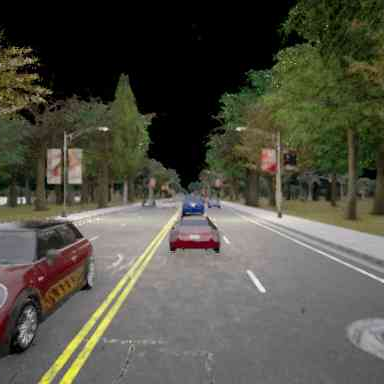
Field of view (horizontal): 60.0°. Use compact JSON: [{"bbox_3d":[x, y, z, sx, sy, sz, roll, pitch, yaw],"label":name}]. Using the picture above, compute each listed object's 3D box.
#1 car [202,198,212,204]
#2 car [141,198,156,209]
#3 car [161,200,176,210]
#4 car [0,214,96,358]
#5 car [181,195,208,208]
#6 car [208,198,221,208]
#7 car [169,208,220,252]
[{"bbox_3d":[3.261,1.952,73.172,1.994,1.385,4.181,0,0,0],"label":"car"},{"bbox_3d":[-6.546,1.727,50.661,2.128,1.511,4.902,0,0,0],"label":"car"},{"bbox_3d":[-3.304,1.816,47.578,1.895,1.301,4.718,0,0,0],"label":"car"},{"bbox_3d":[-3.347,1.369,6.109,2.097,1.767,4.553,0,0,0],"label":"car"},{"bbox_3d":[0.113,1.350,32.796,2.150,2.045,5.566,0,0,0],"label":"car"},{"bbox_3d":[3.373,1.788,51.535,2.033,1.411,5.357,0,0,0],"label":"car"},{"bbox_3d":[0.105,1.608,14.088,1.994,1.385,4.181,0,0,0],"label":"car"}]
